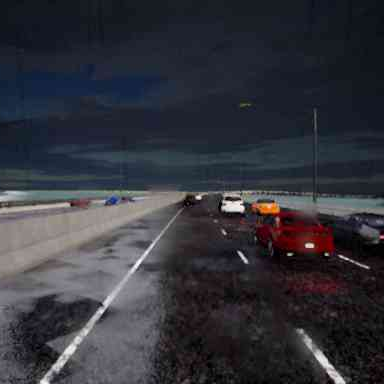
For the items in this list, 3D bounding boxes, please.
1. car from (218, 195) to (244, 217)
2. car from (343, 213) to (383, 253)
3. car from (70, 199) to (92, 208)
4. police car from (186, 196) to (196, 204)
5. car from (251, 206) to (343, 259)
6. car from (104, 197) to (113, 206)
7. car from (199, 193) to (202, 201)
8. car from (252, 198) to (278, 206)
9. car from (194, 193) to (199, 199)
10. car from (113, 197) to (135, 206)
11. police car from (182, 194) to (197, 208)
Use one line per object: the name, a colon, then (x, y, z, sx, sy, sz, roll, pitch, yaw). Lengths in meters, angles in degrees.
car: (3.820, 1.314, 33.119, 2.150, 2.045, 5.566, 0, 0, 1)
car: (7.145, 1.591, 13.823, 2.033, 1.411, 5.357, 0, 0, 0)
car: (-17.068, 1.735, 51.000, 1.895, 1.301, 4.718, 0, 0, 2)
police car: (-0.172, 1.592, 68.295, 1.930, 1.638, 5.238, 0, 0, 1)
car: (3.641, 1.518, 12.736, 1.882, 1.535, 5.008, 0, 0, 0)
car: (-13.432, 1.624, 56.684, 1.882, 1.535, 5.008, 0, 0, 2)
car: (1.398, 1.276, 86.879, 2.150, 2.045, 5.566, 0, 0, 2)
car: (7.329, 1.446, 33.629, 2.097, 1.767, 4.553, 0, 0, 1)
car: (-0.318, 1.382, 62.227, 2.150, 2.045, 5.566, 0, 0, 1)
car: (-10.073, 1.487, 50.913, 2.097, 1.767, 4.553, 0, 0, 1)
police car: (-0.528, 1.562, 52.324, 1.930, 1.638, 5.238, 0, 0, 1)
